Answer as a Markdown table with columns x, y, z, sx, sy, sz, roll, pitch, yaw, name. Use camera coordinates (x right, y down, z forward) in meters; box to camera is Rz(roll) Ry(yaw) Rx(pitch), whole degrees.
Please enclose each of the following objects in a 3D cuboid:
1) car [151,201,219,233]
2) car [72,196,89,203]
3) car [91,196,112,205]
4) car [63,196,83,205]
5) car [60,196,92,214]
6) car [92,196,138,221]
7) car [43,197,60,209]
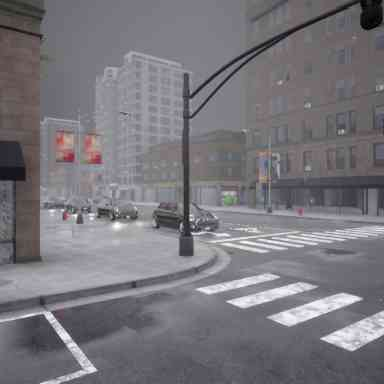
| x | y | z | sx | sy | sz | roll | pitch | yaw | name |
| --- | --- | --- | --- | --- | --- | --- | --- | --- | --- |
| -0.496 | 1.332 | 19.293 | 2.097 | 1.767 | 4.553 | 0 | 0 | -36 | car |
| -22.228 | 1.452 | 66.335 | 1.994 | 1.385 | 4.181 | 0 | 0 | -36 | car |
| -15.619 | 1.413 | 57.195 | 1.837 | 1.490 | 4.892 | 0 | 0 | -36 | car |
| -21.393 | 1.450 | 59.649 | 2.033 | 1.411 | 5.357 | 0 | 0 | -36 | car |
| -12.237 | 1.454 | 35.549 | 1.837 | 1.490 | 4.892 | 0 | 0 | -36 | car |
| -6.179 | 1.317 | 27.155 | 2.097 | 1.767 | 4.553 | 0 | 0 | -36 | car |
| -18.296 | 1.439 | 43.998 | 1.837 | 1.490 | 4.892 | 0 | 0 | -35 | car |
